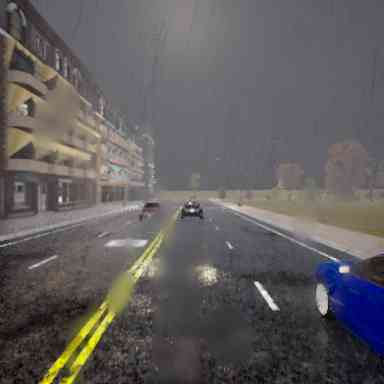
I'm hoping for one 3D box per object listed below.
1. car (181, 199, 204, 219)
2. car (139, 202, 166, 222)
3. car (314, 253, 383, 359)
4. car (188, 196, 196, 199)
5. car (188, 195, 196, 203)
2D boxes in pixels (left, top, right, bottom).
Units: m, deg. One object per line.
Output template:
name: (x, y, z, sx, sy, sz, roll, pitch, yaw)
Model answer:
car: (0.009, 1.650, 31.221, 2.163, 1.488, 4.792, 0, 0, 0)
car: (-3.239, 1.574, 27.746, 1.812, 1.442, 4.674, 0, 0, 0)
car: (3.252, 1.499, 4.396, 1.882, 1.535, 5.008, 0, 0, 0)
car: (0.109, 1.791, 52.458, 2.033, 1.411, 5.357, 0, 0, 0)
car: (0.032, 1.729, 82.317, 2.097, 1.767, 4.553, 0, 0, 0)
